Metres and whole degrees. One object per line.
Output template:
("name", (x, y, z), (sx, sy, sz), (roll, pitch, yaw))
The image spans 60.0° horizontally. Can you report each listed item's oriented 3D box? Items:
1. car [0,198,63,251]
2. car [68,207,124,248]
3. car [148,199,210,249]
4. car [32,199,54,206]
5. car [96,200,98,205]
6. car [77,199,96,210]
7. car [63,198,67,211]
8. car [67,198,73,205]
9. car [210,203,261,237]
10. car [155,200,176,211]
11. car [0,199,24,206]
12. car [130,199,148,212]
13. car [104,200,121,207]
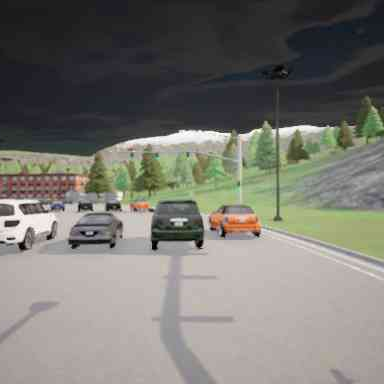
("car", (-7.751, 1.350, 14.768), (2.150, 2.045, 5.566), (0, 0, -6))
("car", (-4.278, 1.665, 15.422), (2.033, 1.411, 5.357), (0, 0, -7))
("car", (-0.782, 1.324, 15.268), (2.150, 2.045, 5.566), (0, 0, -6))
("car", (-31.556, 2.135, 70.453), (4.181, 1.385, 1.994), (0, 0, 29))
("car", (-22.665, 2.115, 72.983), (4.181, 1.385, 1.994), (-1, 0, 36))
("car", (-14.852, 1.834, 45.995), (1.882, 1.535, 5.008), (0, -1, -21))
("car", (-18.699, 1.899, 46.145), (1.812, 1.442, 4.674), (0, -1, -23))
("car", (-28.059, 2.106, 72.437), (4.902, 1.511, 2.128), (0, 0, 29))
("car", (2.273, 1.464, 18.878), (2.097, 1.767, 4.553), (0, 0, -7))
("car", (-3.785, 1.839, 46.393), (1.812, 1.442, 4.674), (0, 0, -18))
("car", (-37.646, 2.126, 69.561), (4.674, 1.442, 1.812), (0, 0, 22))
("car", (-7.140, 1.671, 45.136), (2.097, 1.767, 4.553), (0, 0, -19))
("car", (-10.819, 1.812, 45.142), (1.882, 1.535, 5.008), (0, 0, -20))
